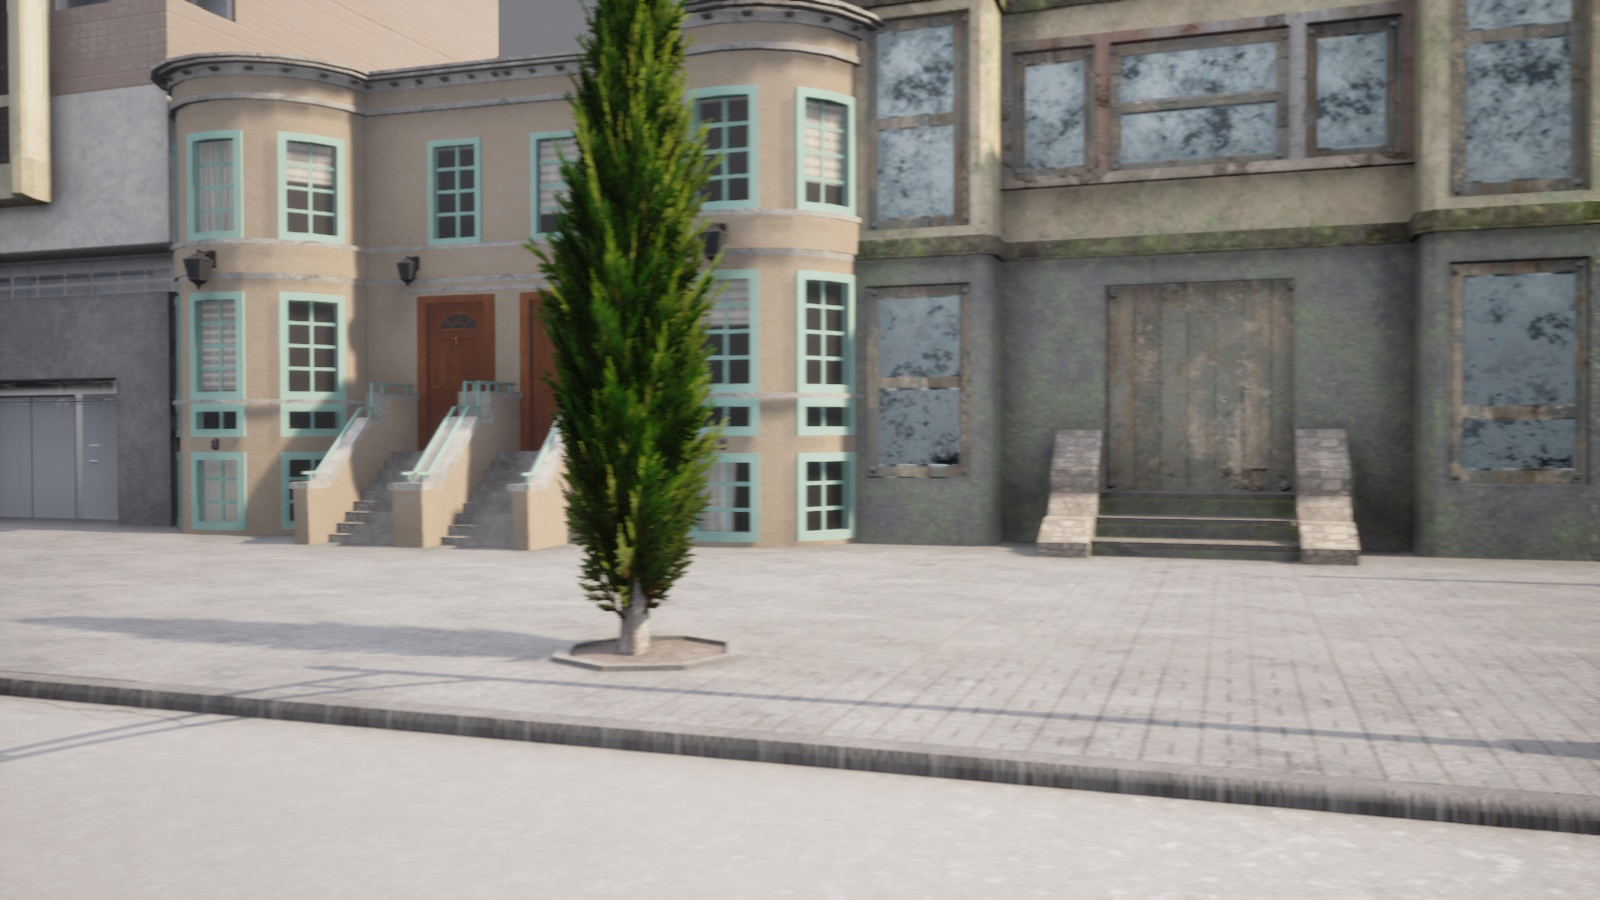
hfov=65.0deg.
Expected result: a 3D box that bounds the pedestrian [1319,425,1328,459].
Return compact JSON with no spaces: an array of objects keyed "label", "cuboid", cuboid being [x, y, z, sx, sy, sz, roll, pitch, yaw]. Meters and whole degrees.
[{"label":"pedestrian","cuboid":[29.756,-0.466,71.333,0.396,1.930,0.692,1,1,17]}]

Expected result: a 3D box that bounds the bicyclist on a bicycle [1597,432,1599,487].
[{"label":"bicyclist on a bicycle","cuboid":[23.742,0.290,36.274,0.866,1.612,1.509,1,1,19]}]
